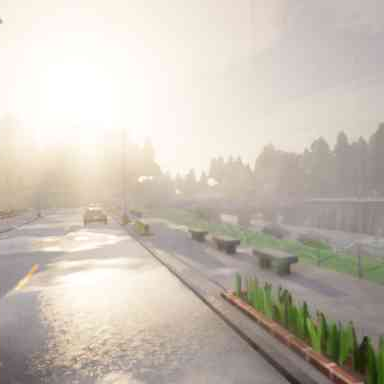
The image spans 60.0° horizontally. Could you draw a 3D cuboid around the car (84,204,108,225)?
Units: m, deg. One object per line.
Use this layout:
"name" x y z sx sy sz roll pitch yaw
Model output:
"car" -8.649 2.108 29.783 1.994 1.385 4.181 -1 -1 -17
